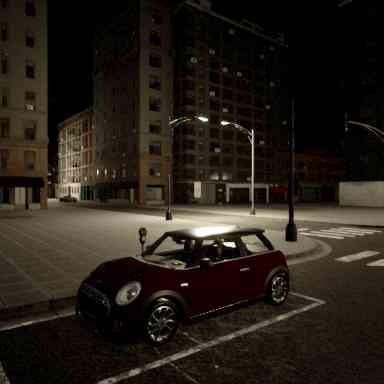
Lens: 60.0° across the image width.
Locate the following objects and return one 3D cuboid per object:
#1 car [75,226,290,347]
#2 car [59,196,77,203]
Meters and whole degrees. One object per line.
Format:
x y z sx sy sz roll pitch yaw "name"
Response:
-0.029 1.440 6.285 4.097 1.590 1.967 0 0 -38 "car"
-22.166 1.274 59.258 1.895 1.301 4.718 0 0 -39 "car"
